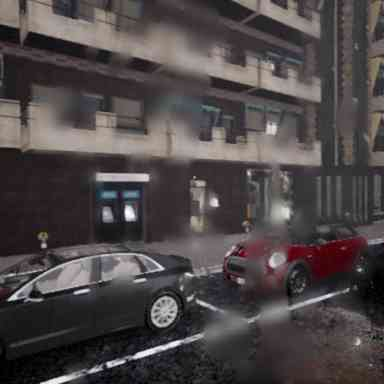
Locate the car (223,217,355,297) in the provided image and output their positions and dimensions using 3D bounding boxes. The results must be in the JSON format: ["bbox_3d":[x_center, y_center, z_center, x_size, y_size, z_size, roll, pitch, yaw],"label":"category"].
[{"bbox_3d":[2.721,1.444,8.491,4.097,1.590,1.967,0,-1,-35],"label":"car"}]

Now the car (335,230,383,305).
[{"bbox_3d":[5.218,1.568,7.052,4.181,1.385,1.994,0,0,-35],"label":"car"}]

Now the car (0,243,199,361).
[{"bbox_3d":[-1.922,1.552,5.224,4.403,1.369,2.008,0,-1,-35],"label":"car"}]
